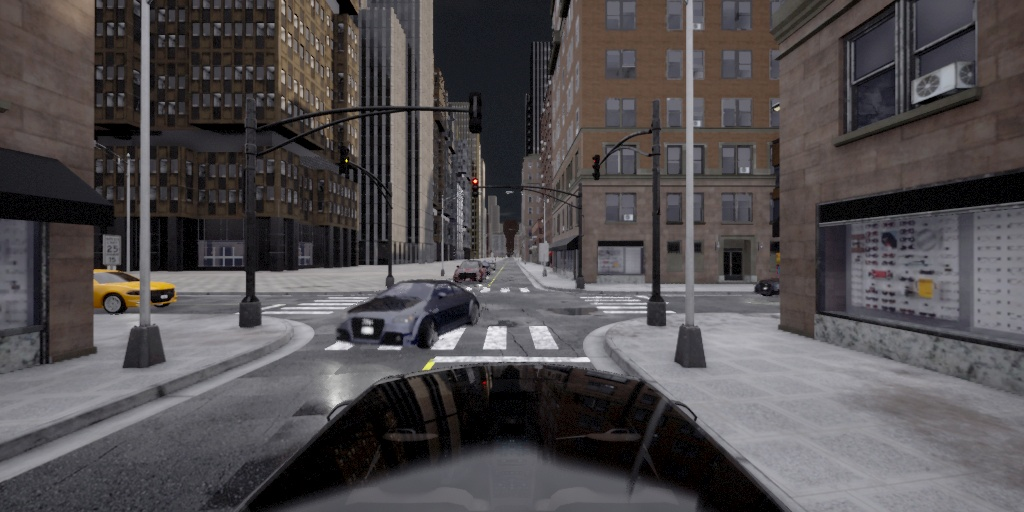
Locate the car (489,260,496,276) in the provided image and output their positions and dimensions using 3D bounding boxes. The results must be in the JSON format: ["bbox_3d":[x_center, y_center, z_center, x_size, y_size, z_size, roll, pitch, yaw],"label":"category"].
[{"bbox_3d":[-3.171,1.316,38.077,2.033,1.411,5.357,0,0,0],"label":"car"}]

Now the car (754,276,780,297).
[{"bbox_3d":[13.793,1.319,16.711,4.181,1.385,1.994,0,0,-1],"label":"car"}]

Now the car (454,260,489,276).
[{"bbox_3d":[-3.156,1.116,27.818,2.097,1.767,4.553,0,0,0],"label":"car"}]

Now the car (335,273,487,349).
[{"bbox_3d":[-2.373,1.317,9.160,1.994,1.385,4.181,0,0,16],"label":"car"}]

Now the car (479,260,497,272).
[{"bbox_3d":[-3.184,1.265,48.495,2.128,1.511,4.902,0,0,0],"label":"car"}]

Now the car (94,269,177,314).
[{"bbox_3d":[-15.368,1.238,13.250,5.008,1.535,1.882,0,0,0],"label":"car"}]
